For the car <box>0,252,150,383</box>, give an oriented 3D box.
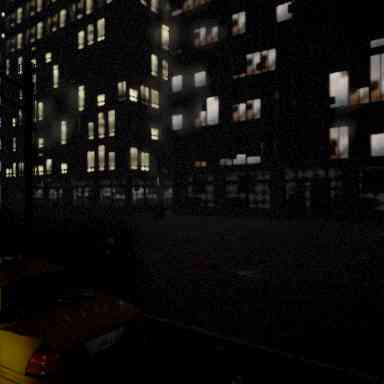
[{"bbox_3d":[-2.798,1.571,4.866,4.829,1.417,1.752,-1,0,36],"label":"car"}]
